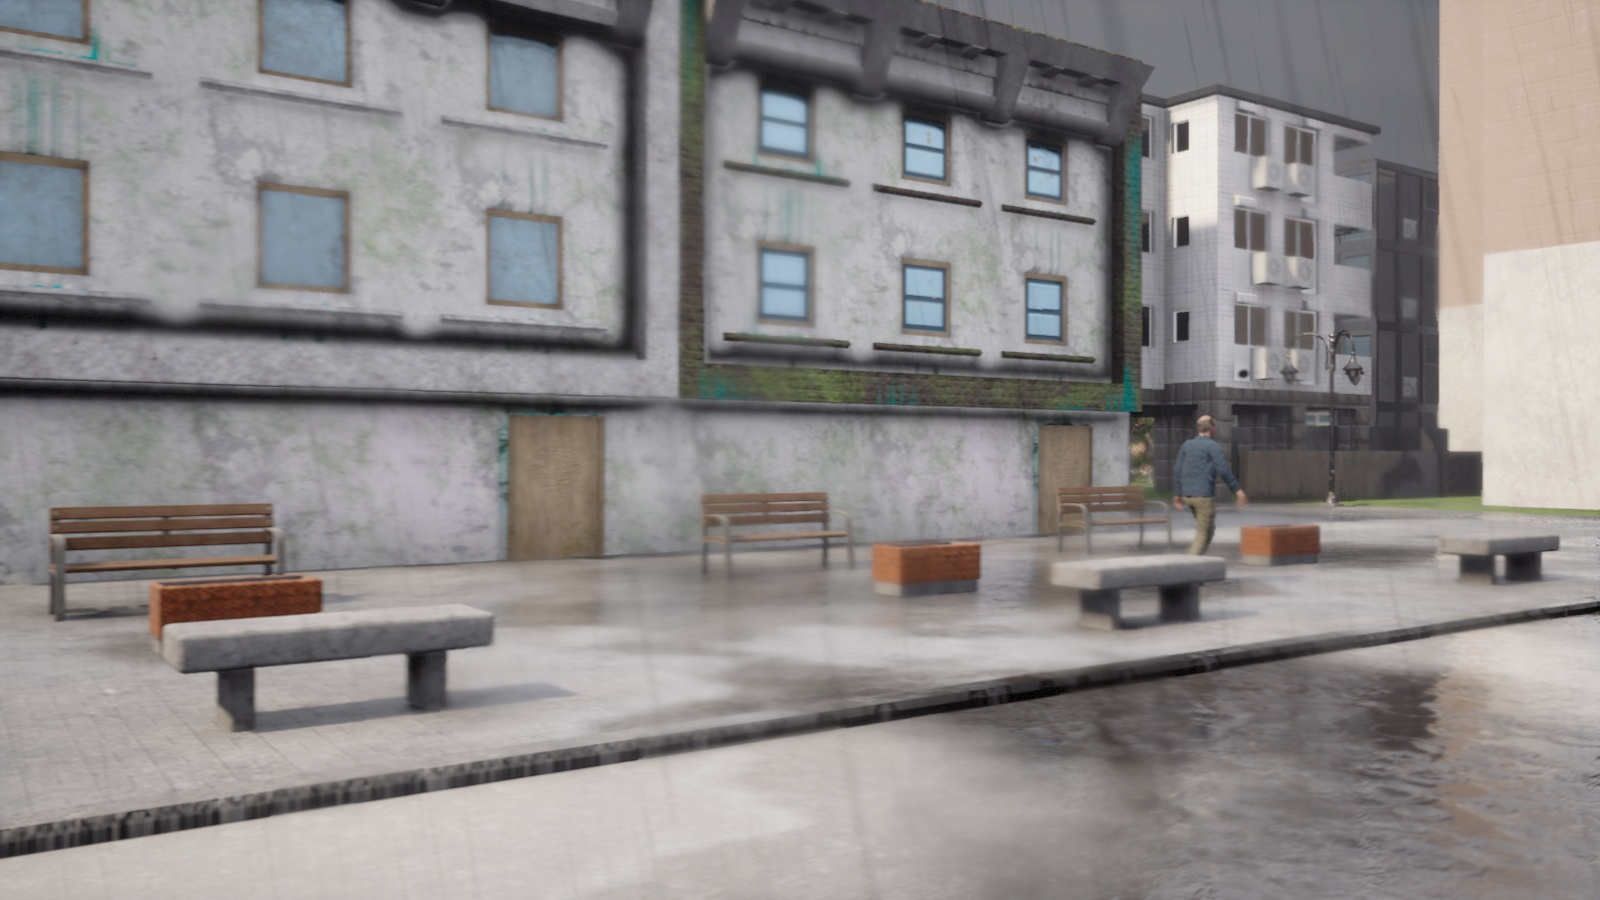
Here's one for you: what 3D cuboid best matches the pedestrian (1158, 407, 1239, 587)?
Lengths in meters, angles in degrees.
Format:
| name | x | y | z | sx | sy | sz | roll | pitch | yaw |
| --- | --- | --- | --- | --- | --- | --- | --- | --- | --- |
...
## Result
| name | x | y | z | sx | sy | sz | roll | pitch | yaw |
| --- | --- | --- | --- | --- | --- | --- | --- | --- | --- |
| pedestrian | 4.189 | 0.478 | 13.191 | 0.726 | 1.842 | 0.402 | 0 | 0 | -26 |
